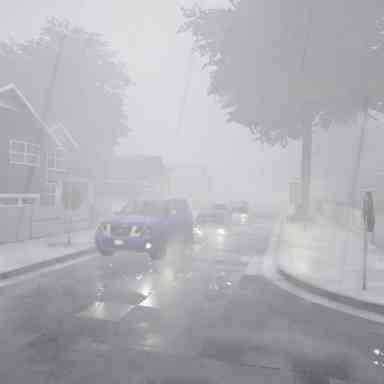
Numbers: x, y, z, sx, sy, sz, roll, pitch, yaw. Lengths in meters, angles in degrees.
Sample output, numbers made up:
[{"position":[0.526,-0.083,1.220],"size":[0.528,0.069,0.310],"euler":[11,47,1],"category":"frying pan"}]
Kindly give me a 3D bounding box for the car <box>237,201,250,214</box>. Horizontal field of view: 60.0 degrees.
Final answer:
[{"position":[5.323,1.683,36.889],"size":[1.994,1.385,4.181],"euler":[1,0,16],"category":"car"}]

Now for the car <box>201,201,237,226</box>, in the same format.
[{"position":[1.743,1.529,24.343],"size":[1.882,1.535,5.008],"euler":[1,0,16],"category":"car"}]

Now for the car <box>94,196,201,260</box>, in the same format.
[{"position":[-1.509,1.210,12.893],"size":[2.150,2.045,5.566],"euler":[1,0,16],"category":"car"}]
